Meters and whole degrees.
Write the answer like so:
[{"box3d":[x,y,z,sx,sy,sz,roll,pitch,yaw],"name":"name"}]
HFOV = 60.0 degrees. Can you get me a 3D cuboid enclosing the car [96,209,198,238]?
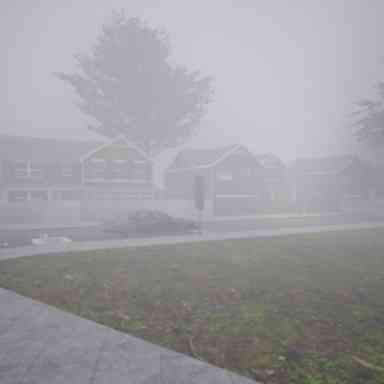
[{"box3d":[-2.377,1.654,18.148,5.357,1.411,2.033,0,0,-30],"name":"car"}]
